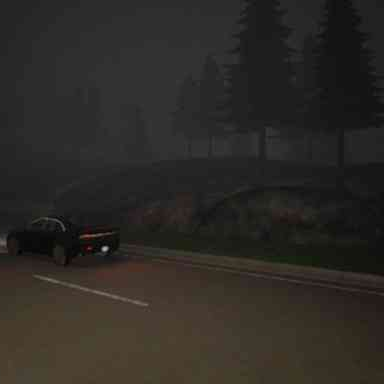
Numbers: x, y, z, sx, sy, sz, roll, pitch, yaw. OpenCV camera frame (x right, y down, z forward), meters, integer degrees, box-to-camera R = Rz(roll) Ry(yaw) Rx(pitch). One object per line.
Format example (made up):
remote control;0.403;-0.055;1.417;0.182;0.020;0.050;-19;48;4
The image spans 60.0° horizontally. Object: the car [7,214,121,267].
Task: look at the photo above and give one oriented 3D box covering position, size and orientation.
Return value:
car;-4.626;1.541;11.670;4.902;1.511;2.128;0;0;36
